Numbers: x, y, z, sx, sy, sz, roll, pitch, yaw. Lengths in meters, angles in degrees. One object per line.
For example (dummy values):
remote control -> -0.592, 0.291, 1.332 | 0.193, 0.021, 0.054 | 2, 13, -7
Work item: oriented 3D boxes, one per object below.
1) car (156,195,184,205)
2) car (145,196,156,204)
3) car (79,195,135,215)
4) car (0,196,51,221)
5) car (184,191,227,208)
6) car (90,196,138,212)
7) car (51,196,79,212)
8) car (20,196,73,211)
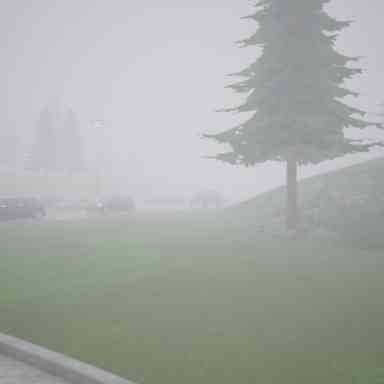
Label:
car -> -2.705, 1.136, 48.646 | 1.812, 1.442, 4.674 | 0, 0, 36
car -> -5.057, 1.191, 51.354 | 1.895, 1.301, 4.718 | 0, 1, 36
car -> -7.431, 1.112, 30.173 | 2.097, 1.767, 4.553 | 0, 1, 36
car -> -12.623, 1.170, 22.979 | 2.097, 1.767, 4.553 | 0, 1, 36
car -> 1.782, 0.871, 42.919 | 2.150, 2.045, 5.566 | 0, 1, 36
car -> -8.173, 1.224, 35.122 | 1.837, 1.490, 4.892 | 0, 1, 36
car -> -12.411, 1.321, 35.237 | 1.895, 1.301, 4.718 | 0, 1, 36
car -> -15.834, 1.202, 36.466 | 2.128, 1.511, 4.902 | 0, 1, 36
